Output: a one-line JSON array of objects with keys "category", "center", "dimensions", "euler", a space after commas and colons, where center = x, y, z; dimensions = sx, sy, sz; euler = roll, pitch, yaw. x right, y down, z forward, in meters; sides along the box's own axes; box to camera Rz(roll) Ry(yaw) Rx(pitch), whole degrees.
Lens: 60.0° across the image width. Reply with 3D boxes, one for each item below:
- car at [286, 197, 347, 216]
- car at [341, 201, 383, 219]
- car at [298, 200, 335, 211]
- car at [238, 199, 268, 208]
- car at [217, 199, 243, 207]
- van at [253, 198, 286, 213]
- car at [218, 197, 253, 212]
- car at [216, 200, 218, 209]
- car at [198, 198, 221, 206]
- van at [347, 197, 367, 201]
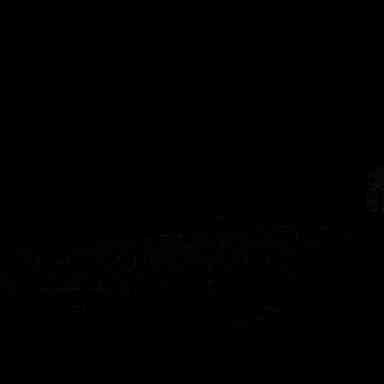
[{"category": "car", "center": [12.840, 1.517, 34.591], "dimensions": [2.192, 1.841, 5.009], "euler": [-1, 0, -36]}, {"category": "car", "center": [16.148, 1.726, 29.970], "dimensions": [1.802, 1.307, 4.206], "euler": [-1, 0, -36]}, {"category": "car", "center": [16.474, 1.736, 44.176], "dimensions": [1.947, 1.339, 4.313], "euler": [-1, 0, -36]}, {"category": "car", "center": [9.770, 1.803, 53.556], "dimensions": [1.752, 1.417, 4.829], "euler": [-1, 0, -36]}, {"category": "car", "center": [6.567, 1.872, 58.037], "dimensions": [1.887, 1.381, 4.507], "euler": [-1, 0, -36]}, {"category": "van", "center": [9.538, 1.599, 39.212], "dimensions": [1.690, 1.788, 3.998], "euler": [-1, 0, -36]}, {"category": "car", "center": [6.235, 1.627, 43.832], "dimensions": [2.192, 1.841, 5.009], "euler": [-1, 0, -36]}, {"category": "car", "center": [2.938, 1.915, 48.454], "dimensions": [2.008, 1.369, 4.403], "euler": [-1, 0, -36]}, {"category": "car", "center": [3.265, 1.929, 62.658], "dimensions": [2.008, 1.369, 4.403], "euler": [-1, 0, -36]}, {"category": "van", "center": [19.771, 1.455, 39.555], "dimensions": [1.690, 1.788, 3.998], "euler": [-1, 0, -36]}]
